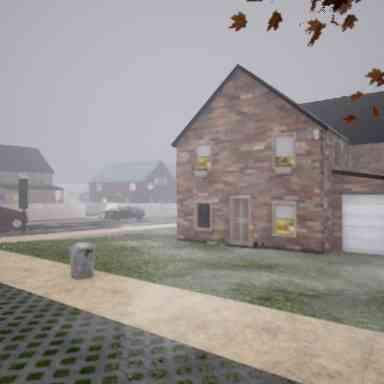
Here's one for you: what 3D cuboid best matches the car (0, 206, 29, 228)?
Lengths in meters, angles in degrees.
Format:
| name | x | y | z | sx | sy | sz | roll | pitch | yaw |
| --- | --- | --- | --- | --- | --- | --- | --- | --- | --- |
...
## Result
| name | x | y | z | sx | sy | sz | roll | pitch | yaw |
| --- | --- | --- | --- | --- | --- | --- | --- | --- | --- |
| car | -13.514 | 1.694 | 22.053 | 1.882 | 1.535 | 5.008 | 0 | -1 | 34 |

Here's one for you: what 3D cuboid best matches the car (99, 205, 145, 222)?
| name | x | y | z | sx | sy | sz | roll | pitch | yaw |
| --- | --- | --- | --- | --- | --- | --- | --- | --- | --- |
| car | -6.623 | 2.001 | 31.910 | 2.128 | 1.511 | 4.902 | 0 | -2 | 35 |
